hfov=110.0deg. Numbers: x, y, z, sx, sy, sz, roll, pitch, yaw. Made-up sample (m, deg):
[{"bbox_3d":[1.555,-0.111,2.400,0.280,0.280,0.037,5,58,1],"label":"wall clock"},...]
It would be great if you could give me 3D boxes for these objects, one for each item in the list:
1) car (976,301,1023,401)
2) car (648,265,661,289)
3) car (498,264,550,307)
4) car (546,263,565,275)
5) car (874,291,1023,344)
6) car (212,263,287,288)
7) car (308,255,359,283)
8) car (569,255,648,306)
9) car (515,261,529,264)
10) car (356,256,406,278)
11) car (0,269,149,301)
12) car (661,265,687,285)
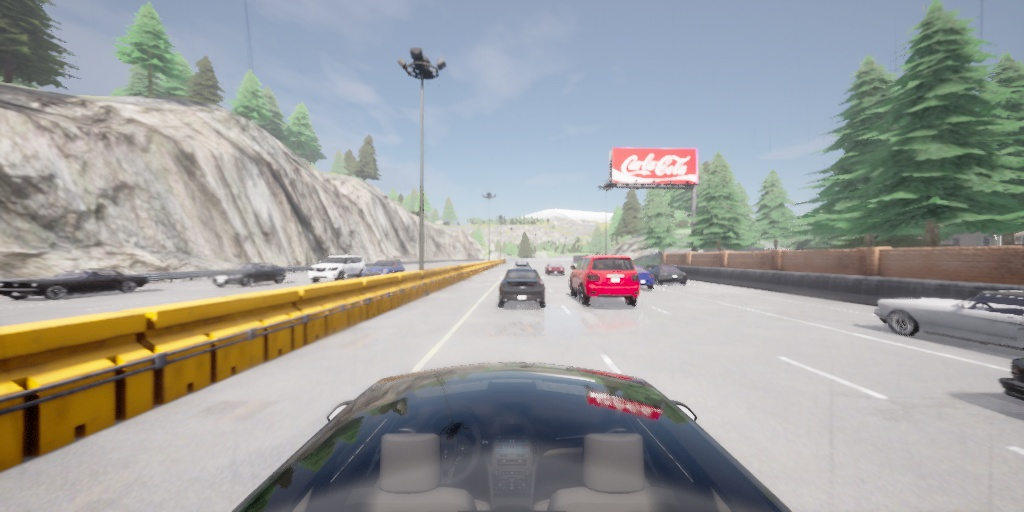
[{"bbox_3d":[7.118,1.320,2.021,2.033,1.411,5.357,0,0,1],"label":"car"},{"bbox_3d":[7.650,1.313,23.133,1.812,1.442,4.674,0,0,2],"label":"car"},{"bbox_3d":[0.439,1.266,15.642,1.837,1.490,4.892,0,0,2],"label":"car"},{"bbox_3d":[4.587,1.389,39.091,1.895,1.301,4.718,0,0,2],"label":"car"},{"bbox_3d":[10.741,1.388,7.569,1.895,1.301,4.718,0,0,1],"label":"car"},{"bbox_3d":[-17.030,1.202,23.536,2.128,1.511,4.902,0,0,2],"label":"car"},{"bbox_3d":[-13.378,0.949,27.912,2.150,2.045,5.566,0,0,2],"label":"car"},{"bbox_3d":[3.953,0.993,16.118,2.150,2.045,5.566,0,0,2],"label":"car"},{"bbox_3d":[1.055,1.269,37.951,2.128,1.511,4.902,0,0,2],"label":"car"},{"bbox_3d":[-9.878,1.087,27.887,2.097,1.767,4.553,0,0,2],"label":"car"},{"bbox_3d":[-20.726,1.296,17.224,1.895,1.301,4.718,0,0,2],"label":"car"},{"bbox_3d":[11.249,1.365,26.659,1.994,1.385,4.181,0,0,2],"label":"car"}]
